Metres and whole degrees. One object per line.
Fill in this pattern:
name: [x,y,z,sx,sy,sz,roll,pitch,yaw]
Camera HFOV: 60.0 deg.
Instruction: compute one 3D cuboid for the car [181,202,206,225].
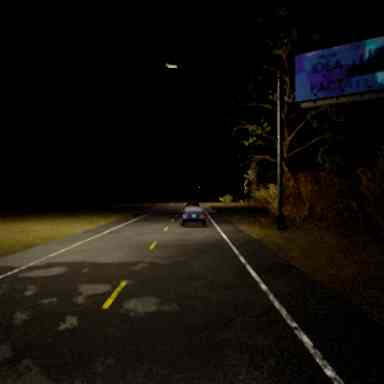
car: [0.129,1.791,26.243,2.033,1.411,5.357,0,-1,0]
